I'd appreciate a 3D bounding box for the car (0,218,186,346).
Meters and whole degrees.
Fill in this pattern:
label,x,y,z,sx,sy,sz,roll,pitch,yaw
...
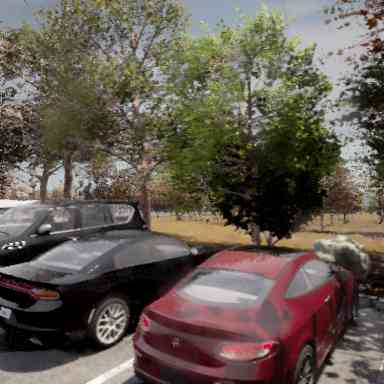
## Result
label,x,y,z,sx,sy,sz,roll,pitch,yaw
car,-1.097,1.487,6.536,2.097,1.535,5.008,0,0,36

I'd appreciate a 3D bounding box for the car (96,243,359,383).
label,x,y,z,sx,sy,sz,roll,pitch,yaw
car,1.161,1.523,4.930,2.002,1.452,4.674,0,0,35

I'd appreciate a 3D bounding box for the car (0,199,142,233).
label,x,y,z,sx,sy,sz,roll,pitch,yaw
car,-3.468,1.240,8.198,2.435,2.045,5.566,0,0,35
